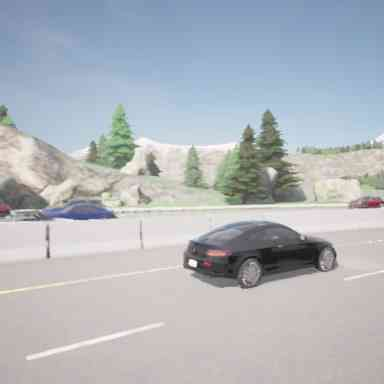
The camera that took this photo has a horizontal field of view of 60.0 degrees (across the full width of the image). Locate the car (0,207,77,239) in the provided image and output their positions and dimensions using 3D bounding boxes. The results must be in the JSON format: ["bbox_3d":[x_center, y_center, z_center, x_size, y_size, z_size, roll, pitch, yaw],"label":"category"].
[{"bbox_3d":[-8.068,1.552,15.301,4.718,1.301,1.895,0,0,-34],"label":"car"}]

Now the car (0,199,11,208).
[{"bbox_3d":[-15.090,1.272,23.167,4.553,1.767,2.097,0,0,-34],"label":"car"}]

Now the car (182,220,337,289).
[{"bbox_3d":[1.948,1.509,9.093,4.674,1.442,1.812,0,0,-33],"label":"car"}]

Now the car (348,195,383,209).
[{"bbox_3d":[22.232,1.302,42.473,4.553,1.767,2.097,0,0,-20],"label":"car"}]

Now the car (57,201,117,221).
[{"bbox_3d":[-6.939,1.468,20.229,4.674,1.442,1.812,0,0,-33],"label":"car"}]

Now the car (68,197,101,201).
[{"bbox_3d":[-8.257,1.285,23.527,4.553,1.767,2.097,0,0,-32],"label":"car"}]
